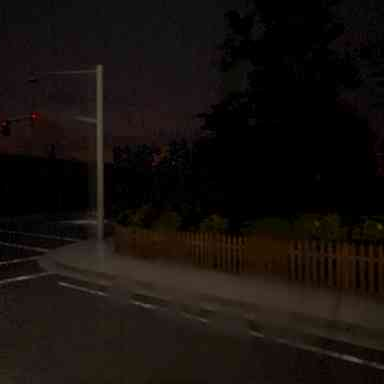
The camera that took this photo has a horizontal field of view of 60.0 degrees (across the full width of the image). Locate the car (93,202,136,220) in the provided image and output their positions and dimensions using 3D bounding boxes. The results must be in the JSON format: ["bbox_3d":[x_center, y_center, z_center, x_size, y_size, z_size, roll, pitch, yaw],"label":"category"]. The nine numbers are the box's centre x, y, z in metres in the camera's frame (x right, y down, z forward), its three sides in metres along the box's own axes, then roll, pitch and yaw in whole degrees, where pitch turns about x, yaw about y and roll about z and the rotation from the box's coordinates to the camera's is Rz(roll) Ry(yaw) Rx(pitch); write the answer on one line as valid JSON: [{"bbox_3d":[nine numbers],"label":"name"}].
[{"bbox_3d":[-6.570,1.671,29.830,1.837,1.490,4.892,-1,0,35],"label":"car"}]
